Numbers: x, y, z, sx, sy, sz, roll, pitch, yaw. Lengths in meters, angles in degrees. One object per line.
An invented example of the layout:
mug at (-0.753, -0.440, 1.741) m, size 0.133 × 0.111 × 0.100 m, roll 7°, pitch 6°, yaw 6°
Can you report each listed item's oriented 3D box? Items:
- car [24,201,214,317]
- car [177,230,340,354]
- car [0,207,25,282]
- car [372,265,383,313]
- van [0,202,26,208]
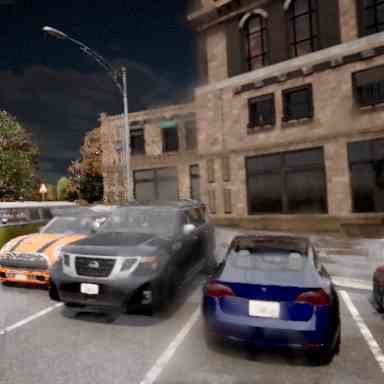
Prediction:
car at (-0.912, 1.263, 8.064) m, size 2.435 × 2.045 × 5.566 m, roll 0°, pitch -1°, yaw 16°
car at (1.525, 1.532, 6.376) m, size 2.163 × 1.488 × 4.792 m, roll 0°, pitch -1°, yaw 16°
car at (-3.337, 1.406, 9.864) m, size 2.185 × 1.767 × 4.553 m, roll 0°, pitch -1°, yaw 16°
car at (3.951, 1.537, 4.603) m, size 2.002 × 1.452 × 4.674 m, roll 0°, pitch -1°, yaw 16°
van at (-5.811, 1.331, 11.465) m, size 1.878 × 1.987 × 4.442 m, roll -1°, pitch -1°, yaw 16°
